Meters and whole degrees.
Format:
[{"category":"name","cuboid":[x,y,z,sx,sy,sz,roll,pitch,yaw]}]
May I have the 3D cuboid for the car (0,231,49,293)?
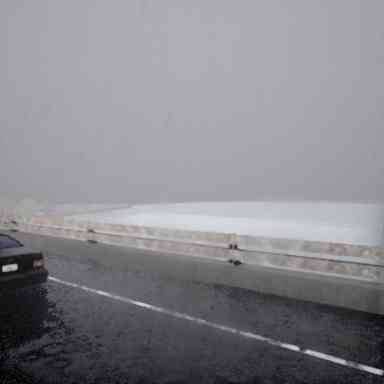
[{"category":"car","cuboid":[-5.712,1.609,8.331,5.357,1.411,2.033,0,-1,37]}]
